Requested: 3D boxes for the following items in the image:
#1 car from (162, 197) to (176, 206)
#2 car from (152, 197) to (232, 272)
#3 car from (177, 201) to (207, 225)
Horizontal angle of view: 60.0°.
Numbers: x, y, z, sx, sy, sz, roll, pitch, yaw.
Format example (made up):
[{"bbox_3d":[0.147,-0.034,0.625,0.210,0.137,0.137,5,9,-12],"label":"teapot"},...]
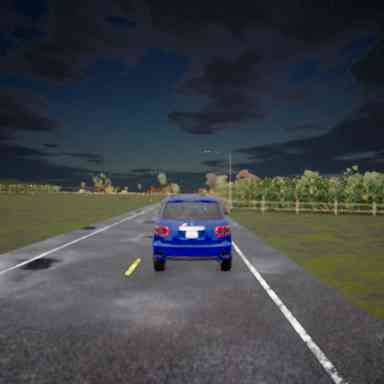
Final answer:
[{"bbox_3d":[-3.577,1.438,52.262,1.994,1.385,4.181,0,0,0],"label":"car"},{"bbox_3d":[0.044,1.188,10.911,2.150,2.045,5.566,0,-1,1],"label":"car"},{"bbox_3d":[0.045,1.489,25.145,2.033,1.411,5.357,0,0,1],"label":"car"}]
